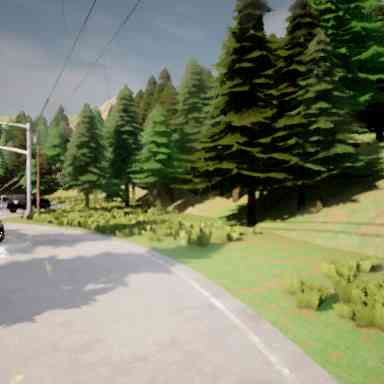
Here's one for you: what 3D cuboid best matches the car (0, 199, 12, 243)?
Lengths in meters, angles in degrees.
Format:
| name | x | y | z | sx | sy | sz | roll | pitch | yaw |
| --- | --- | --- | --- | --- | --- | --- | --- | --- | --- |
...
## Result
| name | x | y | z | sx | sy | sz | roll | pitch | yaw |
| --- | --- | --- | --- | --- | --- | --- | --- | --- | --- |
| car | -10.026 | 1.329 | 14.777 | 4.553 | 1.767 | 2.097 | 0 | 0 | 44 |

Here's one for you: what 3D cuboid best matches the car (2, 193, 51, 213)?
| name | x | y | z | sx | sy | sz | roll | pitch | yaw |
| --- | --- | --- | --- | --- | --- | --- | --- | --- | --- |
| car | -16.973 | 1.111 | 34.964 | 2.150 | 2.045 | 5.566 | 0 | 0 | 2 |

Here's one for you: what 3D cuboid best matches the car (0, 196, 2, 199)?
| name | x | y | z | sx | sy | sz | roll | pitch | yaw |
| --- | --- | --- | --- | --- | --- | --- | --- | --- | --- |
| car | -39.660 | 1.430 | 69.805 | 4.718 | 1.301 | 1.895 | 0 | 0 | 24 |

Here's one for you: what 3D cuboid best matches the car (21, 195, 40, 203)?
| name | x | y | z | sx | sy | sz | roll | pitch | yaw |
| --- | --- | --- | --- | --- | --- | --- | --- | --- | --- |
| car | -30.700 | 1.340 | 63.299 | 4.674 | 1.442 | 1.812 | 0 | 0 | 45 |
